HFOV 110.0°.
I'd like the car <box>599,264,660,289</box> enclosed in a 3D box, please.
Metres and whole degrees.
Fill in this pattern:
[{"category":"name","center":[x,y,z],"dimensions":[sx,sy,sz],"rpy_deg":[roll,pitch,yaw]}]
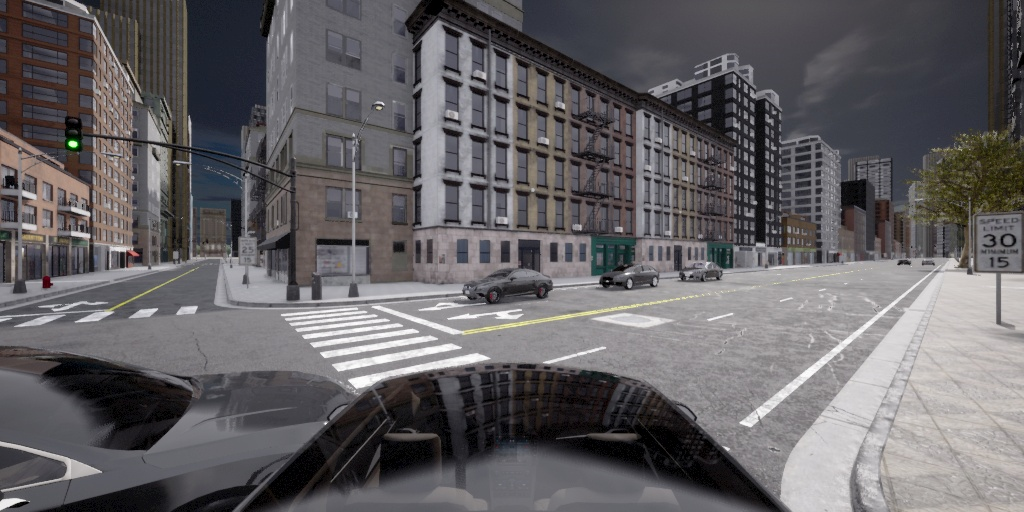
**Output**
[{"category":"car","center":[7.586,1.258,22.968],"dimensions":[4.892,1.490,1.837],"rpy_deg":[0,0,-39]}]

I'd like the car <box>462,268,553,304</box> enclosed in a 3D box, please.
[{"category":"car","center":[-0.087,1.286,16.720],"dimensions":[4.674,1.442,1.812],"rpy_deg":[0,0,-39]}]

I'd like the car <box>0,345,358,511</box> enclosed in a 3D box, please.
[{"category":"car","center":[-3.227,1.257,1.739],"dimensions":[4.892,1.490,1.837],"rpy_deg":[0,0,-35]}]

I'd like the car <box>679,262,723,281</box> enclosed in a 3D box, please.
[{"category":"car","center":[15.576,1.235,29.462],"dimensions":[4.902,1.511,2.128],"rpy_deg":[0,0,-39]}]
